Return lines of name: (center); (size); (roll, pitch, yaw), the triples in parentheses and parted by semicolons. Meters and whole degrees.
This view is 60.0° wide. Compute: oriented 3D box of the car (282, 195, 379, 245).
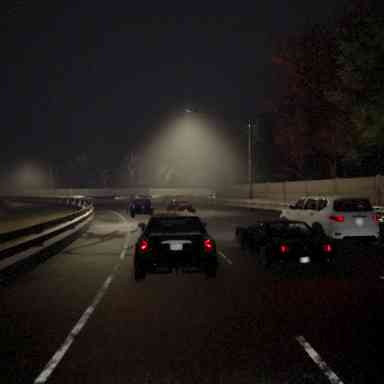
car: (5.896, 1.164, 15.097); (2.150, 2.045, 5.566); (0, 0, -8)

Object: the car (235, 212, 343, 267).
car: (2.857, 1.567, 11.316); (1.895, 1.301, 4.718); (0, 0, -6)

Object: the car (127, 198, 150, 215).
car: (-4.817, 1.339, 30.725); (2.097, 1.767, 4.553); (0, 0, -16)

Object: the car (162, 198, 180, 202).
car: (-1.083, 1.528, 30.422); (1.994, 1.385, 4.181); (0, 0, -16)

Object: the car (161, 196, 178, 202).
car: (-3.136, 1.304, 48.119); (2.097, 1.767, 4.553); (0, 0, -18)

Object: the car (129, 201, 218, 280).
car: (-0.568, 1.341, 10.140); (2.097, 1.767, 4.553); (0, 0, -5)
